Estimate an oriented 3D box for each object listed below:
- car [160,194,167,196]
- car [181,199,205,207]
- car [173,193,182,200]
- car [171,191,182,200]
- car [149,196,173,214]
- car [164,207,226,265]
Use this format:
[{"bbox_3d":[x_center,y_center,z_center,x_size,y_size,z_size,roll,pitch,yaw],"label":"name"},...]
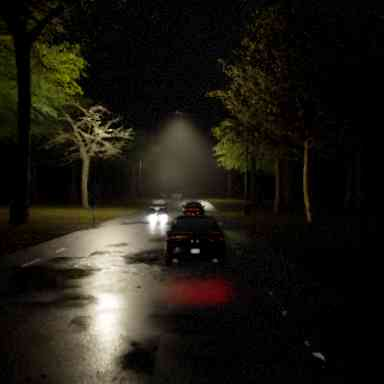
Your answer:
[{"bbox_3d":[-6.870,1.146,78.259,1.994,1.385,4.181,0,1,-2],"label":"car"},{"bbox_3d":[0.136,1.594,29.916,1.837,1.490,4.892,0,0,0],"label":"car"},{"bbox_3d":[-3.386,1.091,79.682,1.882,1.535,5.008,0,1,0],"label":"car"},{"bbox_3d":[-3.259,0.887,72.186,2.150,2.045,5.566,0,1,-2],"label":"car"},{"bbox_3d":[-3.615,1.570,36.613,2.128,1.511,4.902,0,0,-1],"label":"car"},{"bbox_3d":[0.101,1.542,12.039,1.882,1.535,5.008,0,0,0],"label":"car"}]
